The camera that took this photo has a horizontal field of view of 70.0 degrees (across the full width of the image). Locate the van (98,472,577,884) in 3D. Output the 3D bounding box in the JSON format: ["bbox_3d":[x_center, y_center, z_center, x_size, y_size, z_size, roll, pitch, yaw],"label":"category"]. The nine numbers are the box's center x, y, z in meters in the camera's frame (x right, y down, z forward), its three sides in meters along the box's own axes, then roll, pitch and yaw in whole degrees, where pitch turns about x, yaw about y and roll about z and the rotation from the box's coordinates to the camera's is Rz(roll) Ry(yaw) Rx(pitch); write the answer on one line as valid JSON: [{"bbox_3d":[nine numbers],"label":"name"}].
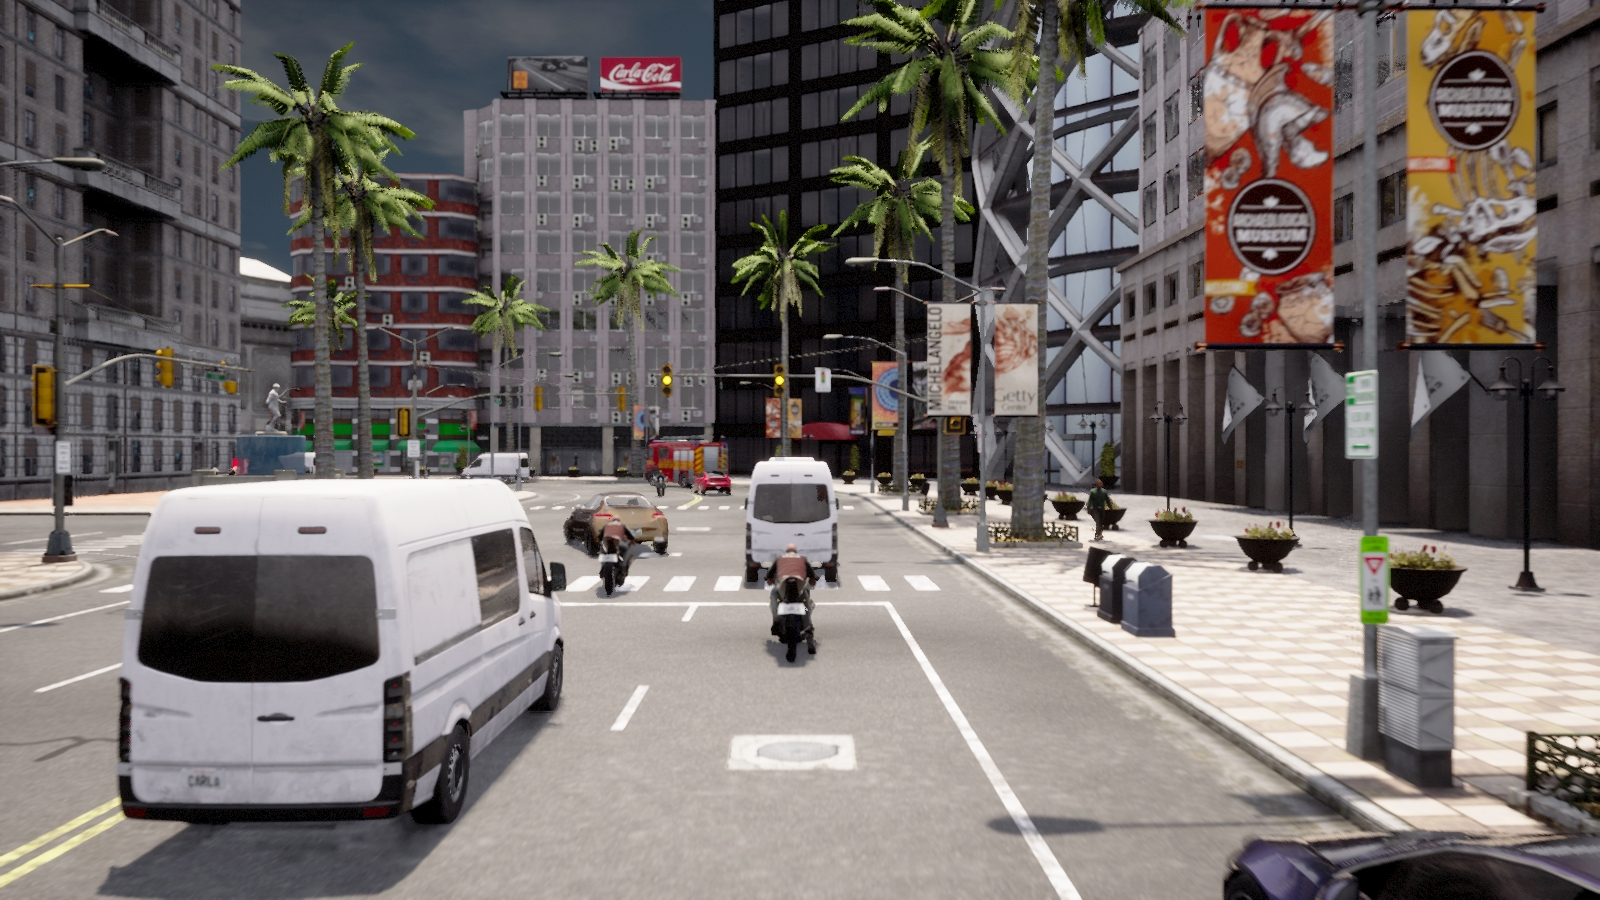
[{"bbox_3d":[-3.583,1.534,10.379,1.988,2.561,5.915,0,0,0],"label":"van"}]

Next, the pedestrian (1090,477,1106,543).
[{"bbox_3d":[8.478,1.697,32.507,0.375,1.860,0.375,0,0,2],"label":"pedestrian"}]

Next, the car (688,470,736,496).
[{"bbox_3d":[-5.611,2.062,72.387,2.231,1.480,4.892,0,0,-15],"label":"car"}]

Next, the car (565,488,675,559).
[{"bbox_3d":[-5.178,1.992,32.171,2.152,1.651,5.027,0,0,-20],"label":"car"}]

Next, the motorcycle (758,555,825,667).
[{"bbox_3d":[-0.117,2.205,16.021,0.867,1.251,2.209,0,0,0],"label":"motorcycle"}]

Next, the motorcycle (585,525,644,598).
[{"bbox_3d":[-3.703,2.205,22.982,0.867,1.251,2.209,0,0,-1],"label":"motorcycle"}]

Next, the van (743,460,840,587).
[{"bbox_3d":[-0.194,1.535,26.382,1.988,2.561,5.915,0,0,0],"label":"van"}]
